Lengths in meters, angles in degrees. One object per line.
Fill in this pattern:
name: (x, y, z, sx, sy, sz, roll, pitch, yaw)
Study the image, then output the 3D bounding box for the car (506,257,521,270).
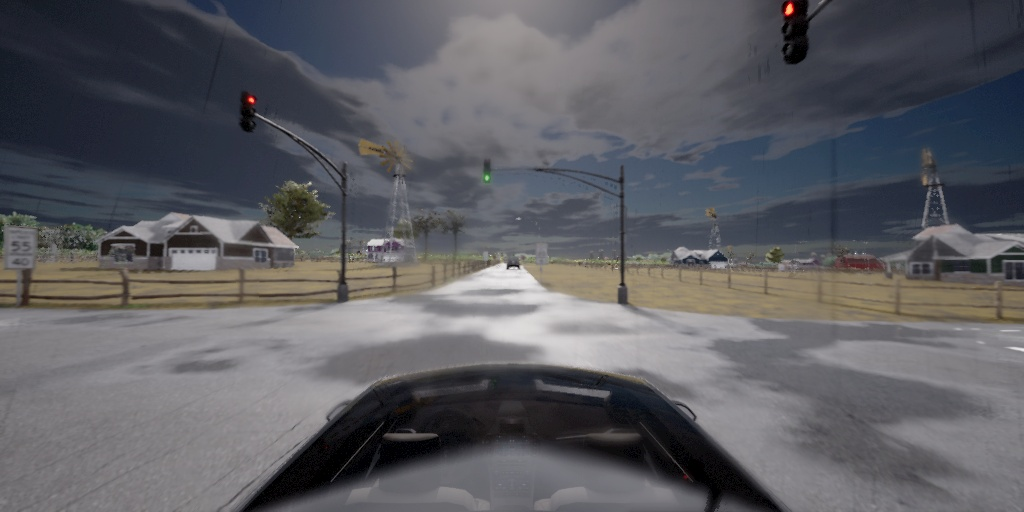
car: (0.234, 1.136, 57.362, 2.150, 2.045, 5.566, 0, 0, 0)
